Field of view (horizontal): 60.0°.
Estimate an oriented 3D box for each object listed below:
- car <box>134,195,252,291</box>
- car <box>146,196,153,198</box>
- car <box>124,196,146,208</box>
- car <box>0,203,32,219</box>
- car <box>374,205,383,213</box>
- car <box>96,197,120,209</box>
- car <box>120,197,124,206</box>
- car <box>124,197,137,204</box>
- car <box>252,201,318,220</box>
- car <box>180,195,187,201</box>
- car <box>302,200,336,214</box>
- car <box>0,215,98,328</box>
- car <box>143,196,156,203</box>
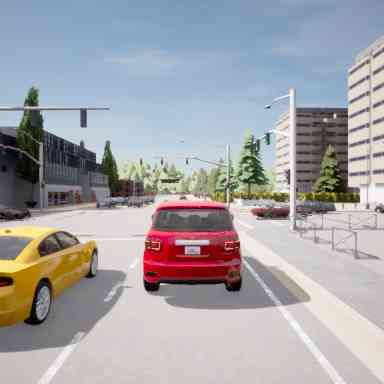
[{"bbox_3d":[0.016,1.221,9.112,2.150,2.045,5.566,0,0,0],"label":"car"},{"bbox_3d":[-8.648,1.492,59.490,2.128,1.511,4.902,0,0,-1],"label":"car"},{"bbox_3d":[-8.390,1.505,49.279,1.837,1.490,4.892,0,0,-2],"label":"car"},{"bbox_3d":[-15.496,1.547,25.865,5.357,1.411,2.033,0,0,-2],"label":"car"},{"bbox_3d":[22.167,1.547,34.885,5.357,1.411,2.033,0,0,-2],"label":"car"},{"bbox_3d":[-11.793,1.492,45.859,2.128,1.511,4.902,0,0,-2],"label":"car"},{"bbox_3d":[-12.063,1.547,56.111,2.033,1.411,5.357,0,0,-1],"label":"car"},{"bbox_3d":[-12.302,1.601,67.181,1.895,1.301,4.718,0,0,-1],"label":"car"},{"bbox_3d":[7.357,1.601,27.209,4.718,1.301,1.895,0,0,-2],"label":"car"},{"bbox_3d":[-2.336,1.524,87.193,1.812,1.442,4.674,0,0,-2],"label":"car"},{"bbox_3d":[12.084,1.547,34.580,5.357,1.411,2.033,0,0,-2],"label":"car"},{"bbox_3d":[-3.478,1.478,7.125,1.882,1.535,5.008,0,0,0],"label":"car"},{"bbox_3d":[-8.862,1.540,69.854,2.033,1.411,5.357,0,0,-2],"label":"car"}]
